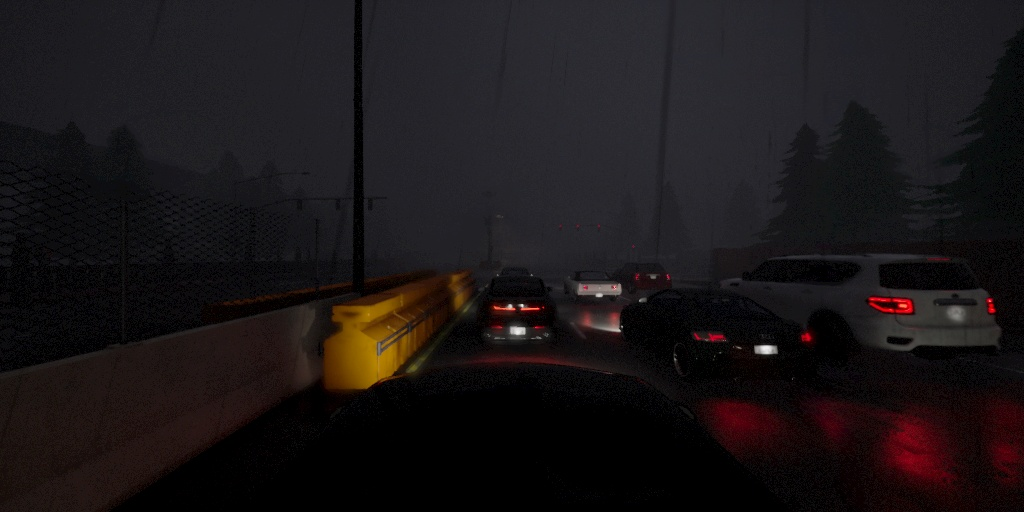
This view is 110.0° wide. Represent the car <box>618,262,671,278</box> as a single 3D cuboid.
[{"bbox_3d":[7.152,1.102,20.255,2.097,1.767,4.553,0,0,0],"label":"car"}]

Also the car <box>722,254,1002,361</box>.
[{"bbox_3d":[7.119,0.973,8.423,2.150,2.045,5.566,0,0,0],"label":"car"}]

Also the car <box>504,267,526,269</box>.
[{"bbox_3d":[0.147,1.297,19.118,2.033,1.411,5.357,0,0,0],"label":"car"}]

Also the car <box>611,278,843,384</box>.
[{"bbox_3d":[3.622,1.314,7.147,1.994,1.385,4.181,0,0,-1],"label":"car"}]

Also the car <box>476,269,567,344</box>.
[{"bbox_3d":[0.122,1.255,9.601,1.837,1.490,4.892,0,0,0],"label":"car"}]

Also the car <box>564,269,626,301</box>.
[{"bbox_3d":[3.643,1.350,17.152,1.895,1.301,4.718,0,0,0],"label":"car"}]
